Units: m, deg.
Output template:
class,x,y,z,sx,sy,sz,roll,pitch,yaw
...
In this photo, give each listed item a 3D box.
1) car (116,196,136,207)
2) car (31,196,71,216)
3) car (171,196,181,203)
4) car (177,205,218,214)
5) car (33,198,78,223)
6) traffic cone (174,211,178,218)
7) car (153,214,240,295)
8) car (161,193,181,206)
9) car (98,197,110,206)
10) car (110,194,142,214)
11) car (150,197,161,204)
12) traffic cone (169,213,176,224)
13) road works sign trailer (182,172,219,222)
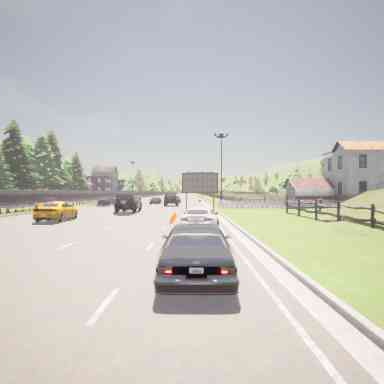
class,x,y,z,sx,sy,sz,roll,pitch,yaw
car,-10.318,1.492,52.381,2.128,1.511,4.902,0,0,0
car,-13.849,1.351,33.010,2.097,1.767,4.553,0,0,0
car,-3.292,1.564,68.605,1.994,1.385,4.181,0,0,0
car,0.453,1.541,18.473,1.812,1.442,4.674,-1,-1,7
car,-10.360,1.477,25.655,1.882,1.535,5.008,0,0,0
traffic cone,-1.448,1.955,25.209,0.340,0.580,0.340,0,0,0
car,0.112,1.547,8.852,2.033,1.411,5.357,0,0,1
car,-3.316,1.221,53.390,2.150,2.045,5.566,0,0,0
car,-13.819,1.525,53.530,1.812,1.442,4.674,0,0,0
car,-6.843,1.219,35.942,2.150,2.045,5.566,0,0,0
car,-6.800,1.563,63.286,1.994,1.385,4.181,0,0,0
traffic cone,-1.451,1.955,23.209,0.340,0.580,0.340,0,0,0
road works sign trailer,0.524,0.464,22.086,2.380,3.560,2.880,0,0,-3
